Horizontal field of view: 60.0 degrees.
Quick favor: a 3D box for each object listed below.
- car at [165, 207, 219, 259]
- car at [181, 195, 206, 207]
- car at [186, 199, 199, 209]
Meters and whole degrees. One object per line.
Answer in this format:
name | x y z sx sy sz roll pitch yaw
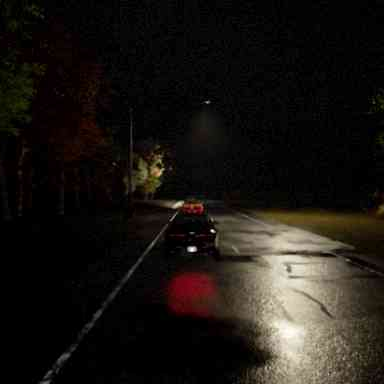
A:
car | 0.002 1.559 12.880 1.837 1.490 4.892 0 0 0
car | 0.003 1.479 32.804 2.097 1.767 4.553 0 0 0
car | 0.004 1.788 50.794 1.895 1.301 4.718 0 0 0
